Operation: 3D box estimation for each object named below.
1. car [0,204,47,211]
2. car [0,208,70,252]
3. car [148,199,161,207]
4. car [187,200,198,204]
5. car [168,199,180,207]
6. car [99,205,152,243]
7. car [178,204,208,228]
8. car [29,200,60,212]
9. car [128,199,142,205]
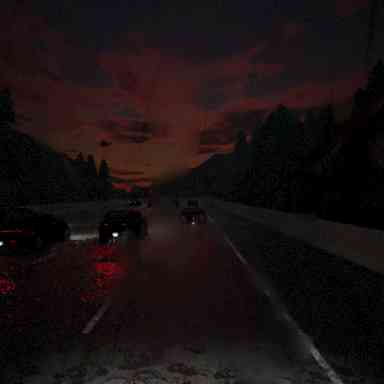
[{"bbox_3d":[-10.393,1.650,19.813,1.882,1.535,5.008,0,-1,0],"label":"car"},{"bbox_3d":[-6.896,1.630,14.415,1.837,1.490,4.892,0,-1,0],"label":"car"},{"bbox_3d":[-6.874,2.030,61.078,1.837,1.490,4.892,0,-1,0],"label":"car"},{"bbox_3d":[0.123,2.100,62.284,1.994,1.385,4.181,0,-1,0],"label":"car"},{"bbox_3d":[-3.374,2.032,61.385,1.837,1.490,4.892,0,-1,0],"label":"car"},{"bbox_3d":[-3.392,1.653,17.141,1.837,1.490,4.892,0,-1,0],"label":"car"},{"bbox_3d":[0.114,1.808,24.011,1.895,1.301,4.718,0,0,0],"label":"car"},{"bbox_3d":[-21.015,1.959,47.565,2.033,1.411,5.357,0,0,1],"label":"car"},{"bbox_3d":[-10.374,2.014,60.656,2.128,1.511,4.902,0,-1,0],"label":"car"}]
